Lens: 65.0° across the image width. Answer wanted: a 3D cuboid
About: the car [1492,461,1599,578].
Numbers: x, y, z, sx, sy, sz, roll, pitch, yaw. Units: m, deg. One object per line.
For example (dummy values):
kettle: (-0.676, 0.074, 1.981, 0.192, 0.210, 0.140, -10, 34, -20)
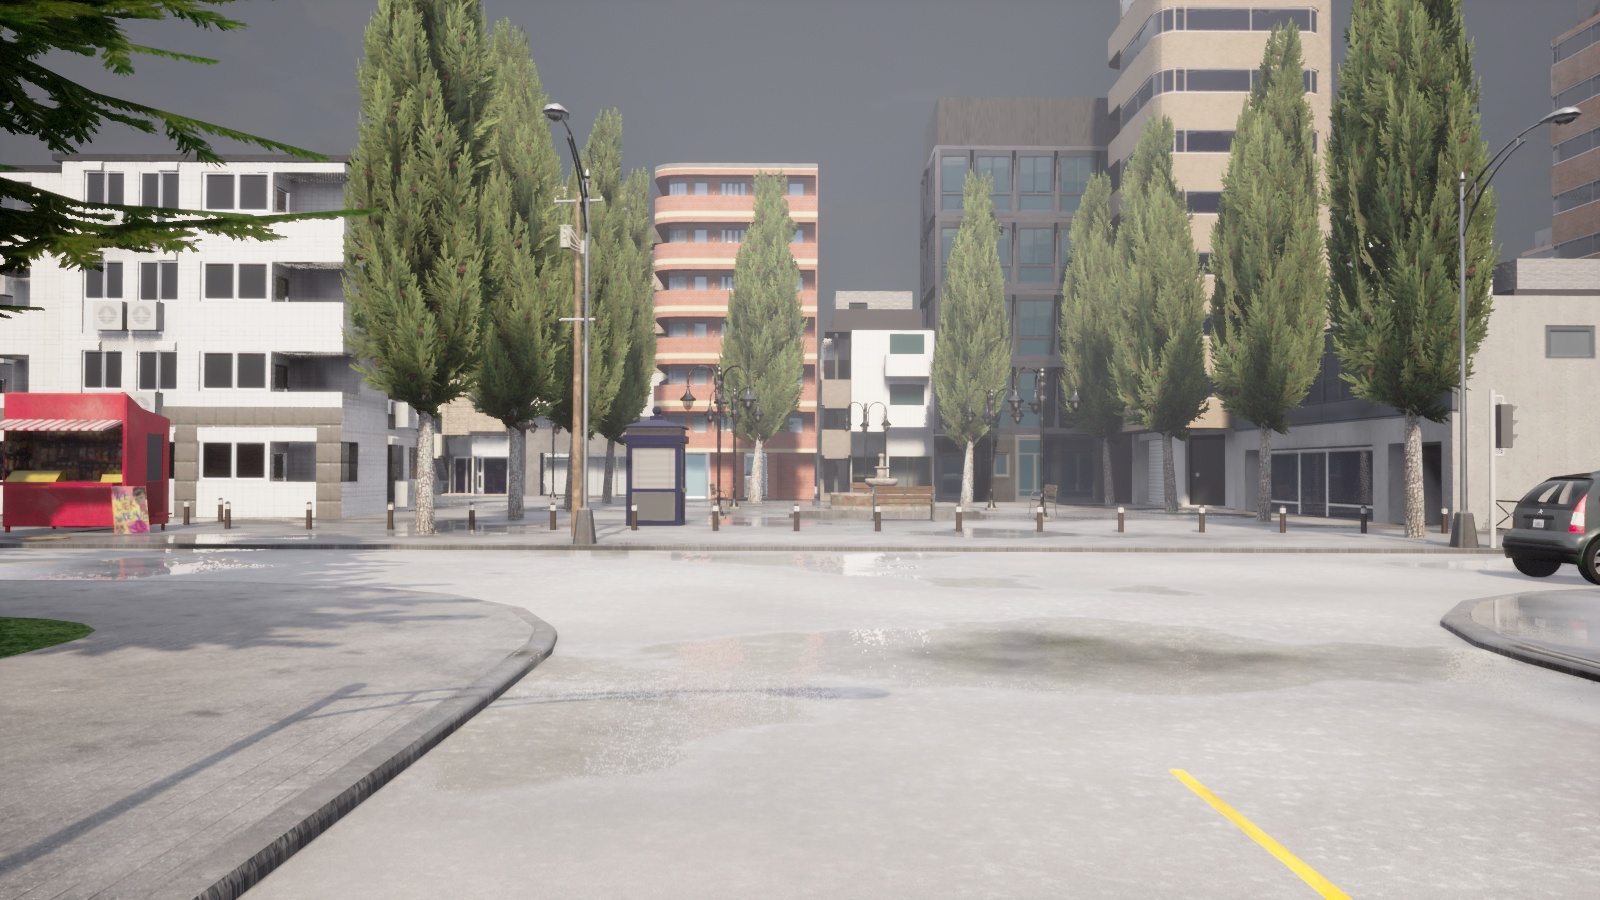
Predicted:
car: (12.655, 0.971, 18.445, 3.988, 1.617, 1.851, 0, -1, -4)
